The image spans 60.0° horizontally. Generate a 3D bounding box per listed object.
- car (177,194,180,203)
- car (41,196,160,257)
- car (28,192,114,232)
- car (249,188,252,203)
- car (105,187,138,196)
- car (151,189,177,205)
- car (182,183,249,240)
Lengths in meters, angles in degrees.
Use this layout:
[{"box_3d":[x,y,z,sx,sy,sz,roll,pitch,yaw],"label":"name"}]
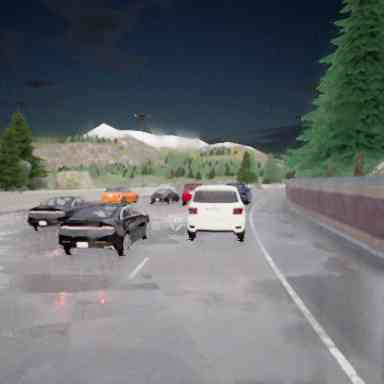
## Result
[{"box_3d":[0.628,0.176,30.939,2.150,2.045,5.566,0,2,14],"label":"car"},{"box_3d":[-2.705,1.108,11.262,2.128,1.511,4.902,0,2,5],"label":"car"},{"box_3d":[-5.714,0.956,15.786,2.128,1.511,4.902,0,2,7],"label":"car"},{"box_3d":[4.342,0.162,31.356,2.150,2.045,5.566,0,2,14],"label":"car"},{"box_3d":[-6.568,0.314,30.733,2.097,1.767,4.553,0,2,12],"label":"car"},{"box_3d":[-2.586,0.431,32.415,1.812,1.442,4.674,0,2,14],"label":"car"},{"box_3d":[1.103,0.741,14.137,2.150,2.045,5.566,0,2,7],"label":"car"}]
